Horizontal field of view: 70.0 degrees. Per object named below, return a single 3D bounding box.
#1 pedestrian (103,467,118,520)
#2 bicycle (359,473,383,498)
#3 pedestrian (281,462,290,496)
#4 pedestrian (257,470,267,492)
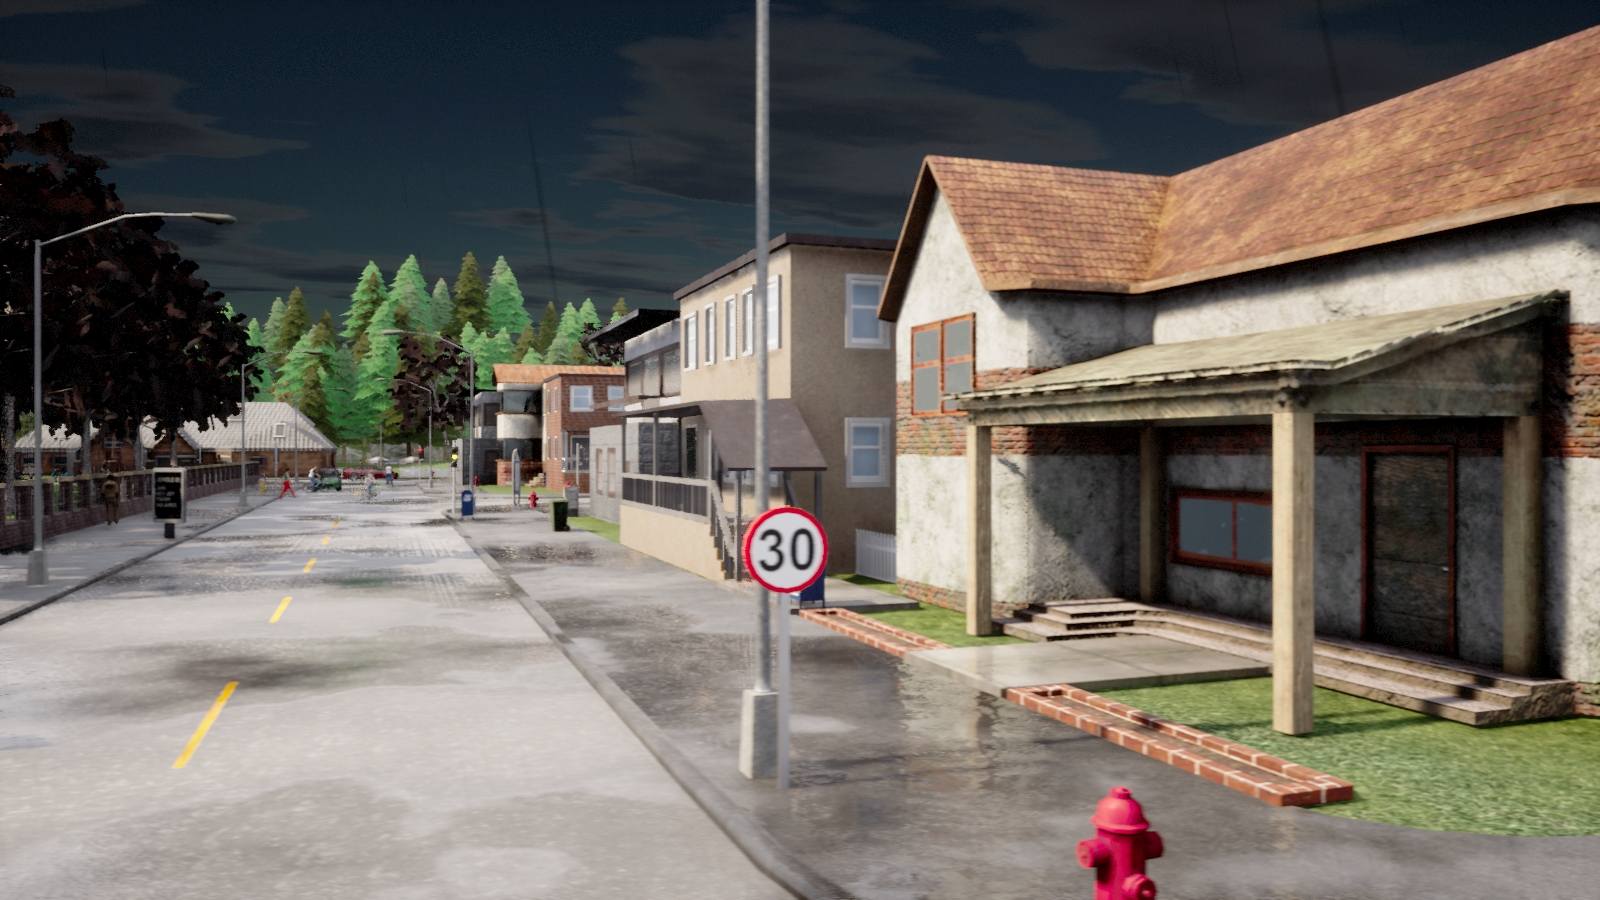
[{"bbox_3d":[-24.298,1.523,40.272,0.375,1.860,0.375,0,0,-20],"label":"pedestrian"},{"bbox_3d":[-23.479,1.936,62.504,1.643,1.296,0.373,1,-1,36],"label":"bicycle"},{"bbox_3d":[-28.826,1.628,64.069,0.375,1.860,0.375,0,0,-40],"label":"pedestrian"},{"bbox_3d":[-31.638,1.803,67.209,0.375,1.300,0.375,0,0,31],"label":"pedestrian"}]
